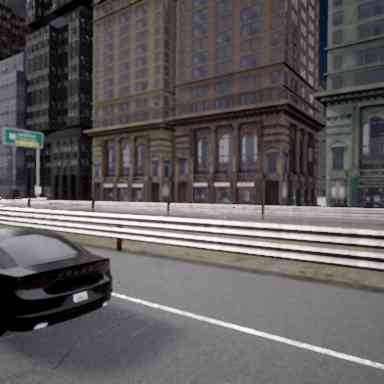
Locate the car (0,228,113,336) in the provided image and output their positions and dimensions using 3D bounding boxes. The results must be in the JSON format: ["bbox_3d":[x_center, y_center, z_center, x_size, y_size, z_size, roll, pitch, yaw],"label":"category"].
[{"bbox_3d":[-3.736,1.455,6.618,5.008,1.535,1.882,1,0,36],"label":"car"}]
